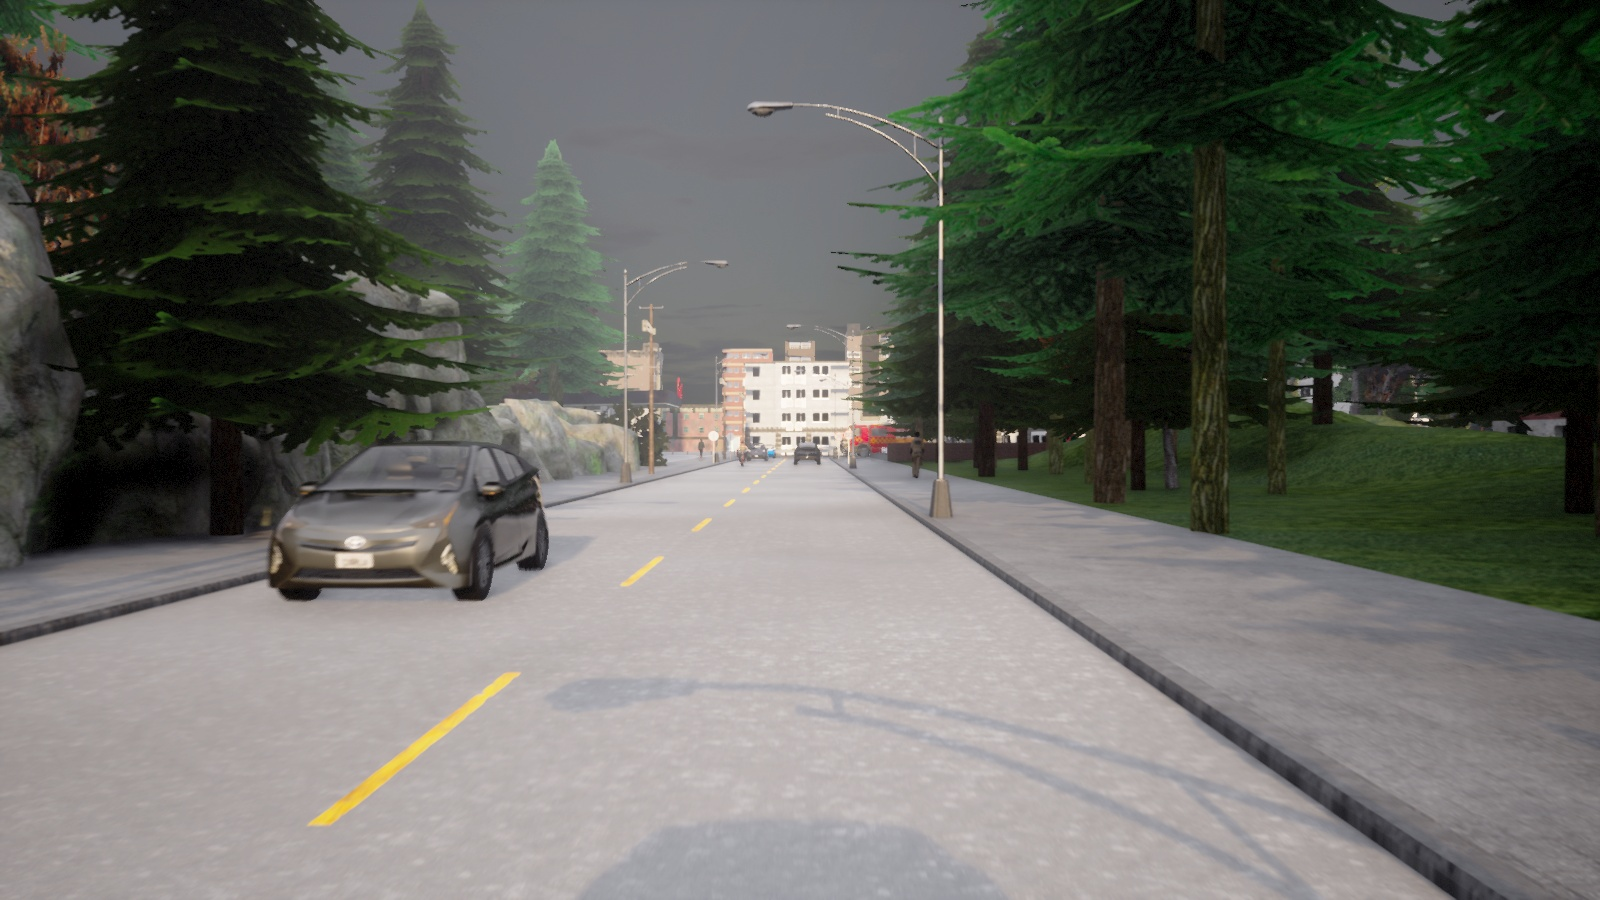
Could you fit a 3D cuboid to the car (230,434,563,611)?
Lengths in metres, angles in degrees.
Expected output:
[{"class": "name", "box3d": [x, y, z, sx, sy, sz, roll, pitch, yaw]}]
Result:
[{"class": "car", "box3d": [-3.910, 0.616, 13.107, 2.007, 1.525, 4.514, 0, 0, 0]}]

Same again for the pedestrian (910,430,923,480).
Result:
[{"class": "pedestrian", "box3d": [4.494, 0.186, 48.509, 0.396, 1.930, 0.692, 0, 0, -2]}]

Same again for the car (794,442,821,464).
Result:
[{"class": "car", "box3d": [0.504, 0.253, 87.987, 1.837, 1.490, 4.892, 0, -1, 0]}]
